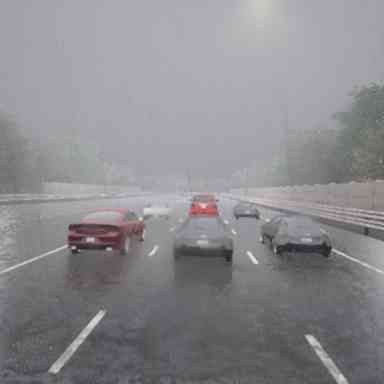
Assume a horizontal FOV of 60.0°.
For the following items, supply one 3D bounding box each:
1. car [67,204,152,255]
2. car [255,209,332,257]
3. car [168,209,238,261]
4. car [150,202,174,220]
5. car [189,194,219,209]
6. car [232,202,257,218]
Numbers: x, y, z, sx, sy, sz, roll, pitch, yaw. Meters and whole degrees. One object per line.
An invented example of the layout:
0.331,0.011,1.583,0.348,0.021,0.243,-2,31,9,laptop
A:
-3.051,1.376,12.862,1.882,1.535,5.008,1,-1,3,car
3.971,1.599,13.301,1.994,1.385,4.181,1,0,2,car
0.423,1.530,12.216,1.994,1.385,4.181,1,0,2,car
-2.552,1.471,26.661,1.895,1.301,4.718,1,0,3,car
0.967,1.163,26.859,2.150,2.045,5.566,1,0,3,car
4.532,1.570,28.476,1.994,1.385,4.181,1,0,2,car
